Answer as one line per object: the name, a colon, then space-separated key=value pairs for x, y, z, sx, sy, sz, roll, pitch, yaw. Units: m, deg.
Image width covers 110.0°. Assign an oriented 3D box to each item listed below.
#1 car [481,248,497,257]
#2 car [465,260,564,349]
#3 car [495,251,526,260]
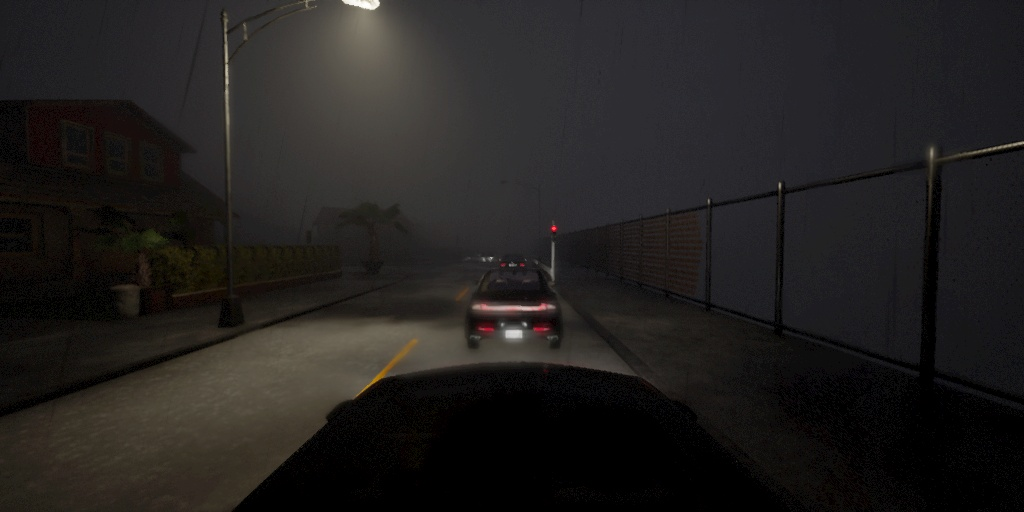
car: x=-4.067 y=-0.613 z=60.137 sx=2.128 sy=1.511 sz=4.902 roll=0 pitch=2 yaw=0
car: x=0.052 y=1.027 z=8.457 sx=2.128 sy=1.511 sz=4.902 roll=0 pitch=2 yaw=0
car: x=0.060 y=0.539 z=25.599 sx=2.033 sy=1.411 sz=5.357 roll=0 pitch=2 yaw=0
